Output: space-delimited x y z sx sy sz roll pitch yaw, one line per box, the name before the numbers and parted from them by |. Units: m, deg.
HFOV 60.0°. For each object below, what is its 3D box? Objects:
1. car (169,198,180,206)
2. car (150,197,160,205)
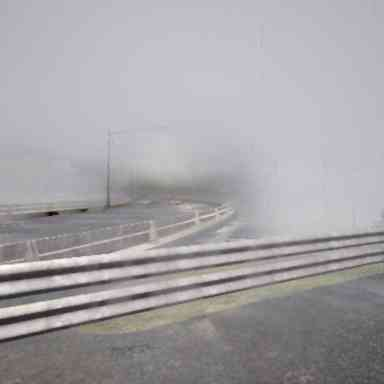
car | -3.052 1.741 58.676 1.895 1.301 4.718 1 0 -4
car | -6.601 1.660 59.652 2.033 1.411 5.357 1 0 -5
